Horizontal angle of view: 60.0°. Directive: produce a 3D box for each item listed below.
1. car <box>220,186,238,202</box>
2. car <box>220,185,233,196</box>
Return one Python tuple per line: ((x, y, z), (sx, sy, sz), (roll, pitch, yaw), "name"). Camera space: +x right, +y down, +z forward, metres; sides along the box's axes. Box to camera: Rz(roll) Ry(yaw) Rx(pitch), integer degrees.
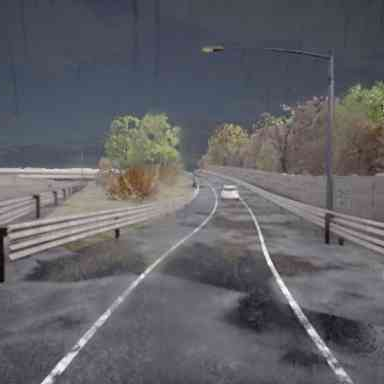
((5.186, 0.148, 46.033), (2.150, 2.045, 5.566), (0, 4, 3), "car")
((5.783, -0.304, 56.477), (1.812, 1.442, 4.674), (0, 5, 2), "car")
